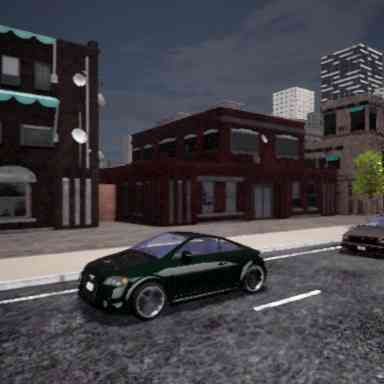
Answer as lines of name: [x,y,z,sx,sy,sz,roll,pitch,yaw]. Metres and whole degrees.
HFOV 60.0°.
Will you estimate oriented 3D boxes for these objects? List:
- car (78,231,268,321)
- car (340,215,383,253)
car: [-0.276,1.586,7.360,4.181,1.385,1.994,0,0,-35]
car: [8.215,1.627,13.415,5.357,1.411,2.033,0,0,-35]
